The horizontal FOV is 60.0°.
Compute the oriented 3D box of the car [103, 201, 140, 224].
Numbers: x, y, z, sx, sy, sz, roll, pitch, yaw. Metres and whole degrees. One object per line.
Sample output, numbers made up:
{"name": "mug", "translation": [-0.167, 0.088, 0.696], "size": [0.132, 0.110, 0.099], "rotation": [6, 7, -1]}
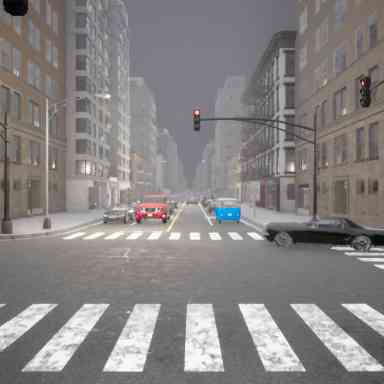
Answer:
{"name": "car", "translation": [-5.409, 1.549, 24.876], "size": [2.008, 1.369, 4.403], "rotation": [0, 0, 0]}

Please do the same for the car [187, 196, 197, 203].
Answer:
{"name": "car", "translation": [0.042, 1.580, 68.696], "size": [1.895, 1.301, 4.718], "rotation": [0, 0, 0]}

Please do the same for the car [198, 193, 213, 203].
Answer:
{"name": "car", "translation": [2.594, 1.305, 53.298], "size": [2.192, 1.841, 5.009], "rotation": [0, 0, 0]}

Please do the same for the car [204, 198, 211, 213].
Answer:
{"name": "car", "translation": [2.607, 1.580, 36.253], "size": [1.802, 1.307, 4.206], "rotation": [0, 0, 0]}

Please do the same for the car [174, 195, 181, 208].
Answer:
{"name": "car", "translation": [-2.872, 1.500, 45.434], "size": [1.837, 1.490, 4.892], "rotation": [0, 0, 0]}

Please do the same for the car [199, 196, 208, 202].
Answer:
{"name": "car", "translation": [2.576, 1.524, 76.023], "size": [2.008, 1.369, 4.403], "rotation": [0, 0, 0]}

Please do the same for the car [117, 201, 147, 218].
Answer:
{"name": "car", "translation": [-5.413, 1.543, 30.558], "size": [1.887, 1.381, 4.507], "rotation": [0, 0, 0]}

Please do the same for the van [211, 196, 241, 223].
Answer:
{"name": "van", "translation": [2.616, 1.340, 24.891], "size": [1.690, 1.788, 3.998], "rotation": [0, 0, 0]}

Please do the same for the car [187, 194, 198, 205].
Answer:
{"name": "car", "translation": [0.048, 1.550, 58.749], "size": [1.994, 1.385, 4.181], "rotation": [0, 0, 0]}

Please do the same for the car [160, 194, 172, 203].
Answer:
{"name": "car", "translation": [-5.445, 1.292, 70.330], "size": [2.192, 1.841, 5.009], "rotation": [0, 0, 0]}

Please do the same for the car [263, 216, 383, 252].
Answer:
{"name": "car", "translation": [5.388, 1.637, 13.828], "size": [4.718, 1.301, 1.895], "rotation": [1, 0, 15]}

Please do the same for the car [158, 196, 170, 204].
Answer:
{"name": "car", "translation": [-5.440, 1.548, 64.649], "size": [1.947, 1.339, 4.313], "rotation": [0, 0, 0]}

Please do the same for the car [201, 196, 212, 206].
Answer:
{"name": "car", "translation": [2.599, 1.576, 47.616], "size": [1.802, 1.307, 4.206], "rotation": [0, 0, 0]}

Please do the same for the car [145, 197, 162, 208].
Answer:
{"name": "car", "translation": [-5.427, 1.519, 47.434], "size": [1.752, 1.417, 4.829], "rotation": [0, 0, 0]}

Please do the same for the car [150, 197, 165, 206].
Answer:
{"name": "car", "translation": [-5.431, 1.556, 53.286], "size": [1.947, 1.339, 4.313], "rotation": [0, 0, 0]}

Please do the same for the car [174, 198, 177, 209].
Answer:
{"name": "car", "translation": [-2.880, 1.599, 35.374], "size": [1.895, 1.301, 4.718], "rotation": [0, 0, 0]}

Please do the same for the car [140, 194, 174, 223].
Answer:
{"name": "car", "translation": [-2.869, 1.220, 25.557], "size": [2.150, 2.045, 5.566], "rotation": [0, 0, 0]}
